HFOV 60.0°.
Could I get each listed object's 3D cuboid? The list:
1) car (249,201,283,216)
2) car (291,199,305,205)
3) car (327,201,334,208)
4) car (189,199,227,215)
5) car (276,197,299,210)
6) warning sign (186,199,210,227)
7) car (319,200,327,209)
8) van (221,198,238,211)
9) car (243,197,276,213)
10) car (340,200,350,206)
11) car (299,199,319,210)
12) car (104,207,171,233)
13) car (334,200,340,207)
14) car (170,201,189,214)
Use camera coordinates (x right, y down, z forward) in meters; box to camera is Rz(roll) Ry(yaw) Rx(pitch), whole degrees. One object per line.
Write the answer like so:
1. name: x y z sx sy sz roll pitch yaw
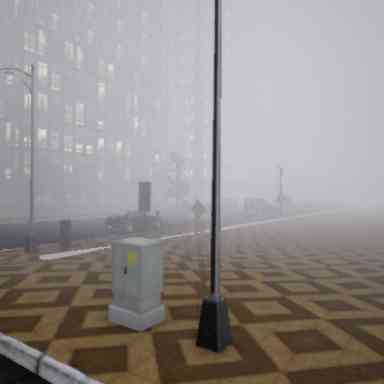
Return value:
1. car: 9.068 2.098 40.380 1.947 1.339 4.313 0 0 35
2. car: 24.733 2.363 77.593 1.947 1.339 4.313 0 0 35
3. car: 25.174 2.247 63.545 1.967 1.590 4.097 0 0 35
4. car: 2.009 1.936 40.332 1.812 1.442 4.674 1 0 35
5. car: 14.895 1.853 53.451 2.150 2.045 5.566 1 0 35
6. warning sign: 0.419 1.497 23.734 1.300 1.860 1.060 2 1 35
7. car: 21.951 2.334 58.911 1.802 1.307 4.206 0 0 35
8. van: 5.414 1.810 49.804 1.690 1.788 3.998 0 0 35
9. car: 8.782 1.749 44.587 2.150 2.045 5.566 1 0 35
10. car: 34.836 2.536 77.443 1.947 1.339 4.313 0 0 35
11. car: 18.731 2.263 54.278 1.947 1.339 4.313 0 0 35
12. car: -3.708 1.860 21.777 2.008 1.369 4.403 0 0 35
13. car: 28.393 2.427 68.177 1.947 1.339 4.313 0 0 35
14. car: -1.026 1.798 40.540 1.967 1.590 4.097 0 0 35
